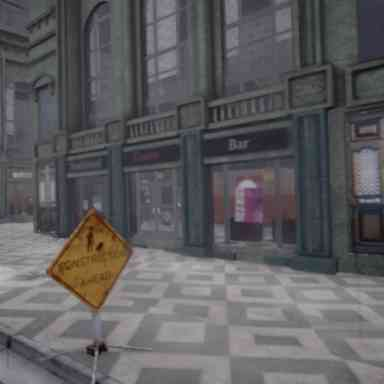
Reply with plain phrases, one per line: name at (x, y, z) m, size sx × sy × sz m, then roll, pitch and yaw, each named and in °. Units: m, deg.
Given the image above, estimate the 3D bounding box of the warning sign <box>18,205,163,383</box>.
warning sign at (-1.228, 1.133, 4.177) m, size 1.060 × 1.860 × 1.300 m, roll -2°, pitch 0°, yaw 36°
